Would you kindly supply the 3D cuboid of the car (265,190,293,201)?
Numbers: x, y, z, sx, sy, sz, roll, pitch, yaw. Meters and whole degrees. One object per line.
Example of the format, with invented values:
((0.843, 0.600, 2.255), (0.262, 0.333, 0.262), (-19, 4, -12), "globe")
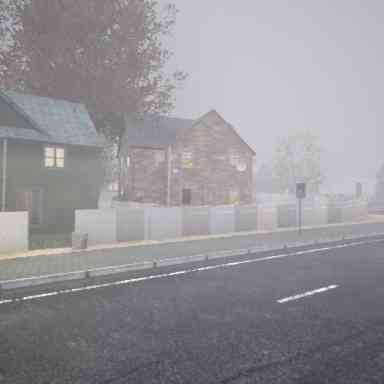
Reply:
((12.132, 0.750, 45.961), (2.150, 2.045, 5.566), (1, 0, -20), "car")

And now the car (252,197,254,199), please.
((8.501, 0.909, 56.009), (2.033, 1.411, 5.357), (1, 0, -19), "car")

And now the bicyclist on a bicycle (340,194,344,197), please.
((19.398, 1.033, 43.116), (1.656, 1.620, 0.582), (1, 0, -20), "bicyclist on a bicycle")

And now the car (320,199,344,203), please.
((15.539, 1.176, 36.541), (2.128, 1.511, 4.902), (1, 0, -20), "car")
